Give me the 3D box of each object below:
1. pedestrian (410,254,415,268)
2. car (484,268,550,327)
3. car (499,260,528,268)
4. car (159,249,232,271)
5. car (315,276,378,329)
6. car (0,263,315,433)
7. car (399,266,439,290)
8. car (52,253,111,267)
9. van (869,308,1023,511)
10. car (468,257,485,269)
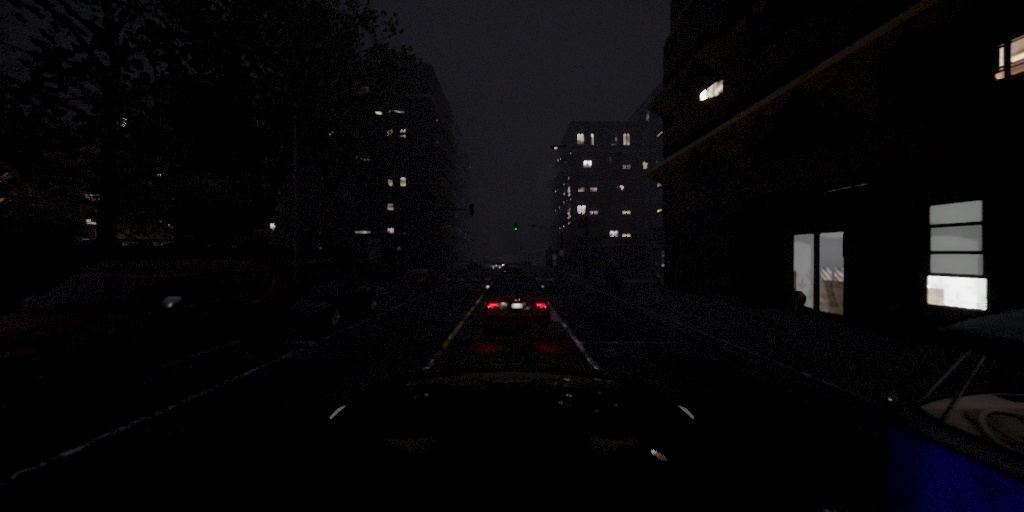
[{"bbox_3d":[-12.681,0.617,45.738,0.375,1.860,0.375,0,-1,-1],"label":"pedestrian"},{"bbox_3d":[0.111,1.289,11.463,2.033,1.411,5.357,0,0,0],"label":"car"},{"bbox_3d":[0.119,1.253,29.075,1.812,1.442,4.674,0,0,0],"label":"car"},{"bbox_3d":[-32.326,0.401,36.781,5.566,2.045,2.150,1,0,-1],"label":"car"},{"bbox_3d":[-5.682,1.307,11.260,1.948,1.339,4.313,0,0,0],"label":"car"},{"bbox_3d":[-5.687,1.060,5.725,2.192,1.841,5.009,0,0,0],"label":"car"},{"bbox_3d":[-5.674,1.314,22.330,1.802,1.307,4.207,0,0,0],"label":"car"},{"bbox_3d":[-47.682,0.451,39.756,4.181,1.385,1.994,1,0,0],"label":"car"},{"bbox_3d":[2.689,1.092,0.184,1.690,1.789,3.998,0,0,0],"label":"van"},{"bbox_3d":[-5.651,1.147,54.741,1.967,1.591,4.097,0,0,0],"label":"car"}]
